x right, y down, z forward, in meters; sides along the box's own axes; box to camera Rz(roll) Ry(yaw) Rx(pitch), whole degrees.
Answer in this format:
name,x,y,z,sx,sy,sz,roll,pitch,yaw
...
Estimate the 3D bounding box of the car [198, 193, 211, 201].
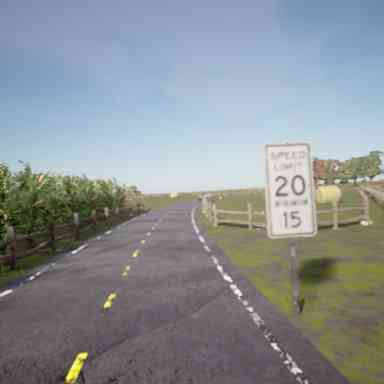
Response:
name,x,y,z,sx,sy,sz,roll,pitch,yaw
car,2.593,1.371,80.822,2.033,1.411,5.357,-4,0,10
